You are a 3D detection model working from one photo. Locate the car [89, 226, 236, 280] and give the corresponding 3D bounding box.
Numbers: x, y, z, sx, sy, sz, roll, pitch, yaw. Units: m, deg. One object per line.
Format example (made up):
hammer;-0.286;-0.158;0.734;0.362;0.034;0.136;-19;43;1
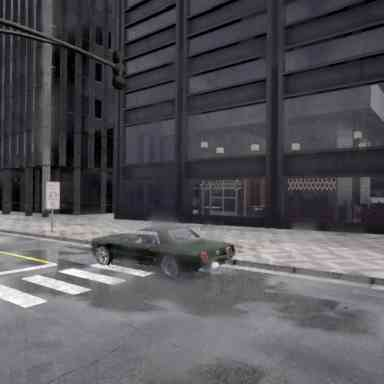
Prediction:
car;-1.115;1.724;10.400;4.718;1.301;1.895;-1;-1;38
